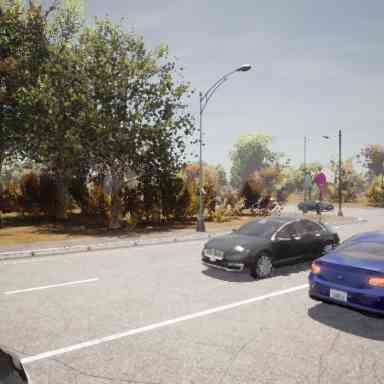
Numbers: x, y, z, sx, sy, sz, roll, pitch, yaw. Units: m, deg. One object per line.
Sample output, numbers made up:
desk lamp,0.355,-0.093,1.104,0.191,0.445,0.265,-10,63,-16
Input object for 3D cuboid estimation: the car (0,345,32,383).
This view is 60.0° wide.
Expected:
car,-3.324,1.492,1.375,4.902,1.511,2.128,0,0,-35

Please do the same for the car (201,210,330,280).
car,2.515,1.505,10.090,4.892,1.490,1.837,0,0,-36

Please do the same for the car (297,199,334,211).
car,14.616,1.564,39.447,1.994,1.385,4.181,0,0,-32

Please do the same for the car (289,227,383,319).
car,4.276,1.526,6.801,4.674,1.442,1.812,0,0,-36

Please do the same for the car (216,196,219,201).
car,3.987,1.459,56.270,1.812,1.442,4.674,0,1,-32
